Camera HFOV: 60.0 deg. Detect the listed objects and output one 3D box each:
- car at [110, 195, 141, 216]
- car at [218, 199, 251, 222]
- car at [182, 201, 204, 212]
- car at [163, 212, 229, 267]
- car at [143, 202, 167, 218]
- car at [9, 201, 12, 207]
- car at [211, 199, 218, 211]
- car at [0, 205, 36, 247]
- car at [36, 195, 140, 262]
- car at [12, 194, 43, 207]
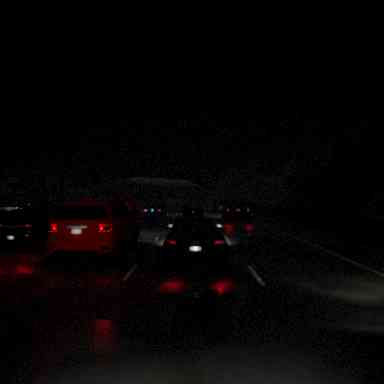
[{"bbox_3d":[-6.899,1.328,35.011,2.150,2.045,5.566,0,0,0],"label":"car"},{"bbox_3d":[3.559,1.437,27.614,2.097,1.767,4.553,0,0,0],"label":"car"},{"bbox_3d":[0.090,1.573,30.992,1.882,1.535,5.008,0,0,0],"label":"car"},{"bbox_3d":[0.096,1.600,11.530,1.994,1.385,4.181,0,0,0],"label":"car"},{"bbox_3d":[-3.409,1.643,31.161,2.033,1.411,5.357,0,0,0],"label":"car"},{"bbox_3d":[-28.054,1.668,54.694,1.837,1.490,4.892,0,0,1],"label":"car"},{"bbox_3d":[3.562,1.639,43.709,1.837,1.490,4.892,0,0,0],"label":"car"},{"bbox_3d":[-6.905,1.537,15.149,2.128,1.511,4.902,0,0,0],"label":"car"},{"bbox_3d":[-3.417,1.260,12.459,2.150,2.045,5.566,0,0,0],"label":"car"},{"bbox_3d":[-24.579,1.373,50.763,2.150,2.045,5.566,0,0,0],"label":"car"}]
